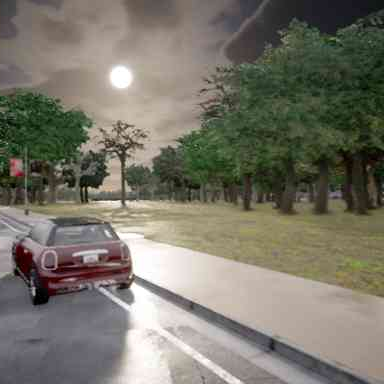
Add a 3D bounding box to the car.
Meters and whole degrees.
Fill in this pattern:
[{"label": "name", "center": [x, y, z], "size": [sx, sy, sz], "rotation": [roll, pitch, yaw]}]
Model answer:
[{"label": "car", "center": [-3.287, 1.419, 8.655], "size": [2.097, 1.767, 4.553], "rotation": [0, 0, -34]}]
